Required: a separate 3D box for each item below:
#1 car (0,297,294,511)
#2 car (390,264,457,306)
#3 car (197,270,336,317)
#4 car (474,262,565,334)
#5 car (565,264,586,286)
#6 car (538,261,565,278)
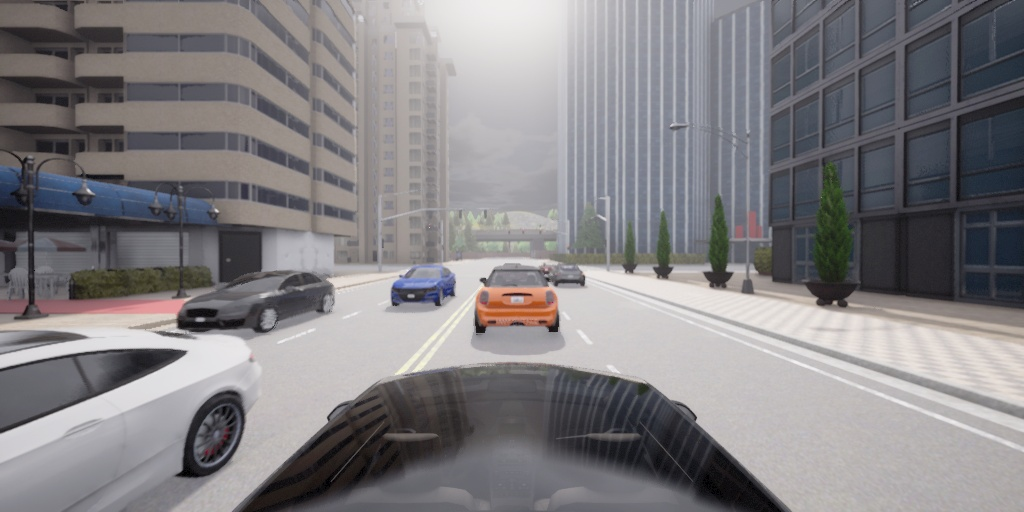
[{"bbox_3d":[-3.591,1.274,2.013,1.812,1.442,4.674,0,1,0],"label":"car"},{"bbox_3d":[-3.594,1.142,15.299,1.882,1.535,5.008,0,0,0],"label":"car"},{"bbox_3d":[-7.059,1.201,10.567,1.837,1.490,4.892,0,0,0],"label":"car"},{"bbox_3d":[0.093,1.045,10.628,2.097,1.767,4.553,0,0,-1],"label":"car"},{"bbox_3d":[3.536,1.176,23.464,1.994,1.385,4.181,0,0,1],"label":"car"},{"bbox_3d":[3.478,1.157,32.275,1.895,1.301,4.718,0,0,0],"label":"car"}]
